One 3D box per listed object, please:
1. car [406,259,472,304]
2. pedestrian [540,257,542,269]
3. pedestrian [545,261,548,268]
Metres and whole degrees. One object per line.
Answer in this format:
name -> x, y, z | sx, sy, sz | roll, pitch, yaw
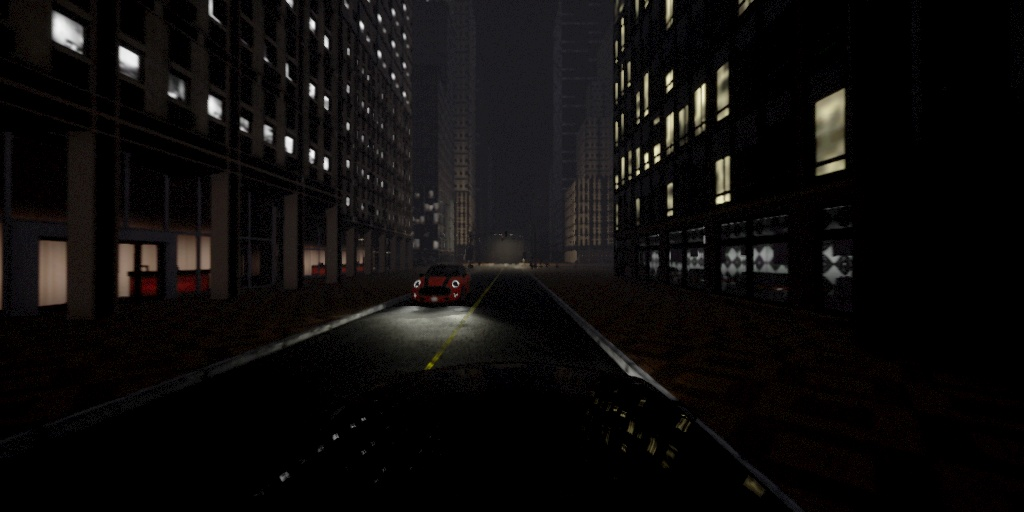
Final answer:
car -> -3.100, 1.146, 16.579 | 2.097, 1.767, 4.553 | 0, 0, 0
pedestrian -> 4.637, 1.077, 57.264 | 0.375, 1.860, 0.375 | 0, 0, 0
pedestrian -> 5.637, 1.261, 57.863 | 0.375, 1.300, 0.375 | 0, 0, 0
